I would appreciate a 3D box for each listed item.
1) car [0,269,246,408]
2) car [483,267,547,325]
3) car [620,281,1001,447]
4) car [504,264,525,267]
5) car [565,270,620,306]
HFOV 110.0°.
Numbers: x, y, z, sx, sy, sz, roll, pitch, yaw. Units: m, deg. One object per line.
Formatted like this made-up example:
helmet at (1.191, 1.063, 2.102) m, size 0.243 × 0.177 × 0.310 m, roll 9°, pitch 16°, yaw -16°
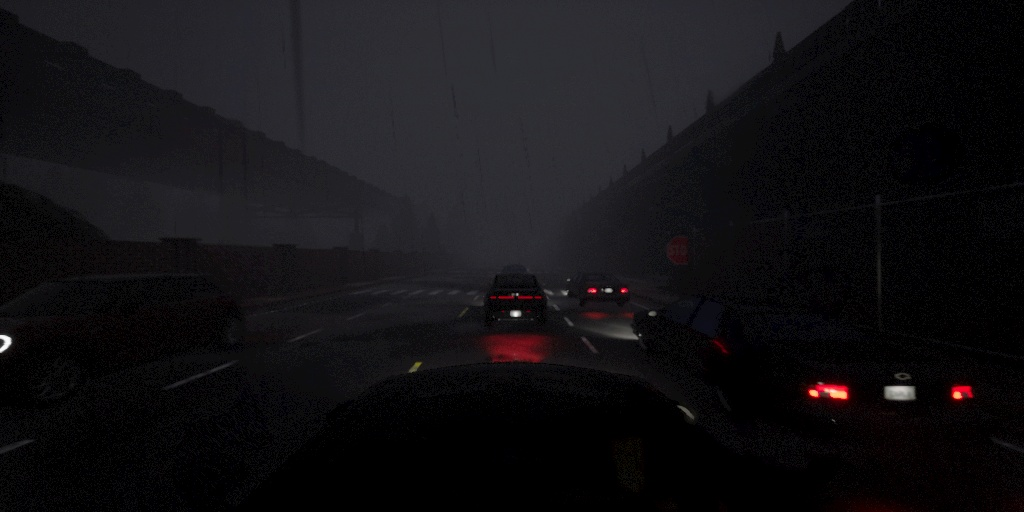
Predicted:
car at (-7.083, 1.116, 6.171) m, size 2.097 × 1.767 × 4.553 m, roll 0°, pitch 0°, yaw 0°
car at (0.102, 1.288, 11.980) m, size 1.837 × 1.490 × 4.892 m, roll 0°, pitch 0°, yaw 0°
car at (3.598, 1.311, 5.808) m, size 2.033 × 1.411 × 5.357 m, roll 0°, pitch 0°, yaw 1°
car at (0.171, 1.299, 24.480) m, size 1.882 × 1.535 × 5.008 m, roll 0°, pitch 0°, yaw 1°
car at (3.603, 1.342, 15.880) m, size 2.033 × 1.411 × 5.357 m, roll 0°, pitch 0°, yaw 0°
